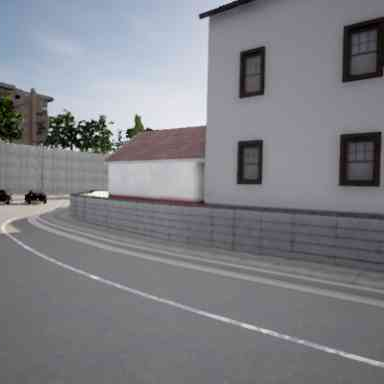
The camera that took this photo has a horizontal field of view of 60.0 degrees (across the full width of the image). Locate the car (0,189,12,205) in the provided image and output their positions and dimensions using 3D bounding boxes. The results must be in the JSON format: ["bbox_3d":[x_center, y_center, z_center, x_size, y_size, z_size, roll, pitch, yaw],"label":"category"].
[{"bbox_3d":[-19.917,0.486,34.526,1.837,1.490,4.892,2,0,-29],"label":"car"}]

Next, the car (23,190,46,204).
[{"bbox_3d":[-17.710,0.476,37.411,2.128,1.511,4.902,1,1,-33],"label":"car"}]
